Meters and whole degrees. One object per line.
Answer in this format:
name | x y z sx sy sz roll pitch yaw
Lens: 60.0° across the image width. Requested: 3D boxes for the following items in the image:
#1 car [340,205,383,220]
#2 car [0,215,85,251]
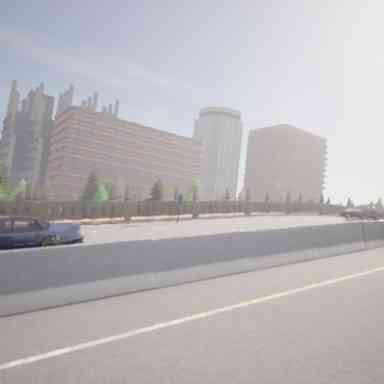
car | 17.087 2.041 33.366 5.357 1.411 2.033 4 -2 -36
car | -6.759 1.559 12.067 5.357 1.411 2.033 1 0 -35
